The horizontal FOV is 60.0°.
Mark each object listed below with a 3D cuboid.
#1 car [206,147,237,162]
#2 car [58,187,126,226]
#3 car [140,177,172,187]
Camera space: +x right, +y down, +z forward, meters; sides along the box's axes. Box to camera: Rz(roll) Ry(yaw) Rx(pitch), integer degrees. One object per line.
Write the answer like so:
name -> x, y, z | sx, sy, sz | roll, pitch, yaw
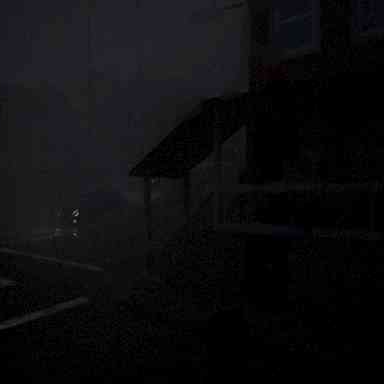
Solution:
car -> 3.206, -4.151, 36.265 | 1.994, 1.385, 4.181 | 0, 10, 35
car -> -6.649, 0.807, 21.983 | 2.097, 1.767, 4.553 | 0, 15, 34
car -> -2.440, -1.644, 28.153 | 1.837, 1.490, 4.892 | 0, 19, 34
